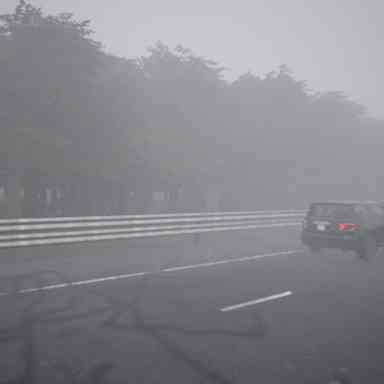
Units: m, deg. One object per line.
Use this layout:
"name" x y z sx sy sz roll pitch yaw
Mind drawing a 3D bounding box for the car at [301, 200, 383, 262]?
"car" 6.584 1.345 12.853 5.566 2.045 2.150 1 -1 -35
